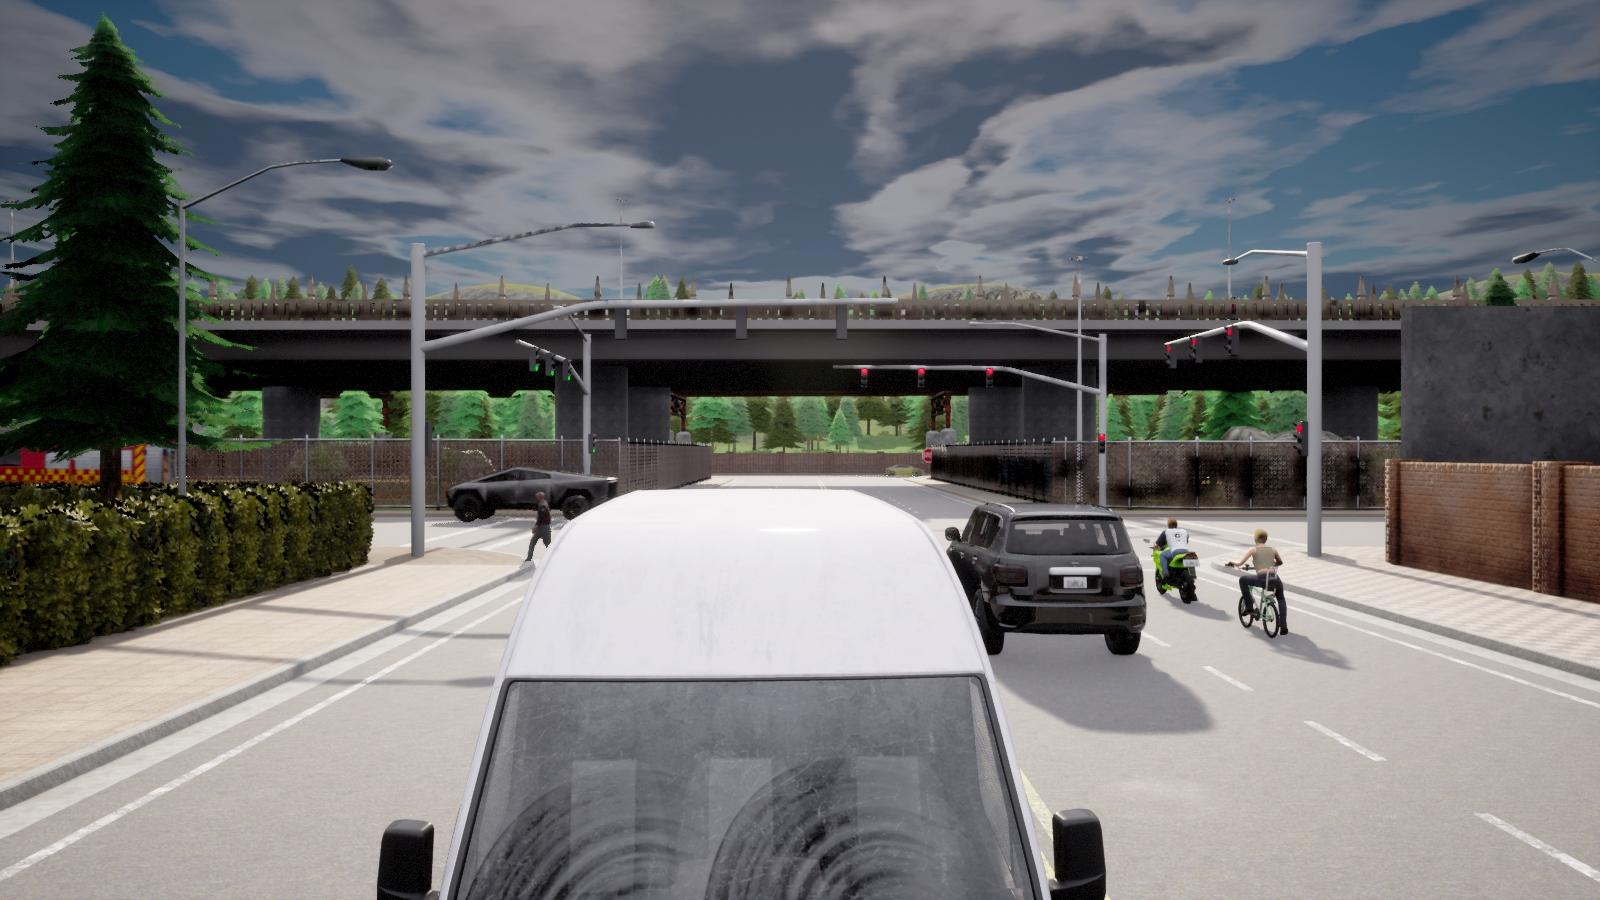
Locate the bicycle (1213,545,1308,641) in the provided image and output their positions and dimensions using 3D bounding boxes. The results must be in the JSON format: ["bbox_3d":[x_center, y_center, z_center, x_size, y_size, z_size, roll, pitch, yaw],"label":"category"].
[{"bbox_3d":[7.010,2.159,17.481,0.859,1.276,1.487,0,0,0],"label":"bicycle"}]

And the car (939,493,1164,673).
[{"bbox_3d":[3.496,1.780,17.139,2.150,2.045,5.566,0,0,0],"label":"car"}]

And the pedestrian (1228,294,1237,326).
[{"bbox_3d":[25.625,-8.300,67.713,0.375,1.860,0.375,0,0,0],"label":"pedestrian"}]

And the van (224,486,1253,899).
[{"bbox_3d":[-0.245,1.535,5.164,1.988,2.561,5.915,0,0,-3],"label":"van"}]

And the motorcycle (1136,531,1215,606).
[{"bbox_3d":[6.995,2.187,21.401,0.803,1.199,2.033,0,0,0],"label":"motorcycle"}]

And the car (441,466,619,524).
[{"bbox_3d":[-10.316,1.710,44.038,6.274,2.098,2.390,0,0,0],"label":"car"}]

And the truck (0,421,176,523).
[{"bbox_3d":[-29.240,0.837,44.330,8.468,3.827,2.891,0,0,0],"label":"truck"}]

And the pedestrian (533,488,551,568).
[{"bbox_3d":[-6.134,1.848,27.183,0.375,1.860,0.375,0,0,-19],"label":"pedestrian"}]
